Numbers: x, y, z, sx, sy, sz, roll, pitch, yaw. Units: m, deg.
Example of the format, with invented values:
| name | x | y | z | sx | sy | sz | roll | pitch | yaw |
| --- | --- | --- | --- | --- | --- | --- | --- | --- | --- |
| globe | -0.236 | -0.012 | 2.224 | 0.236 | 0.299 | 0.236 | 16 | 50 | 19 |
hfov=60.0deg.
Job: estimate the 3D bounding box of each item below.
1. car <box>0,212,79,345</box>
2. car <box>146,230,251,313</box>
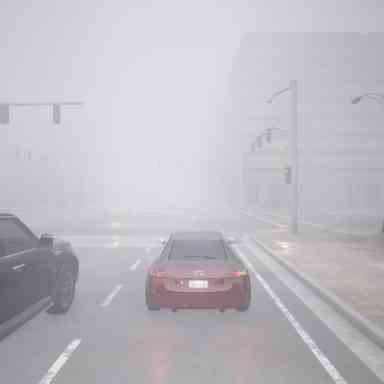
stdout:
| name | x | y | z | sx | sy | sz | roll | pitch | yaw |
| --- | --- | --- | --- | --- | --- | --- | --- | --- | --- |
| car | -3.395 | 1.221 | 4.436 | 2.150 | 2.045 | 5.566 | 0 | 0 | 1 |
| car | 0.115 | 1.564 | 7.761 | 1.994 | 1.385 | 4.181 | 0 | 0 | 0 |
